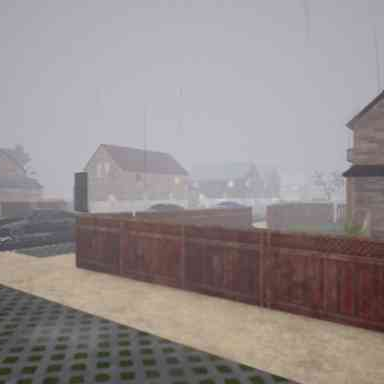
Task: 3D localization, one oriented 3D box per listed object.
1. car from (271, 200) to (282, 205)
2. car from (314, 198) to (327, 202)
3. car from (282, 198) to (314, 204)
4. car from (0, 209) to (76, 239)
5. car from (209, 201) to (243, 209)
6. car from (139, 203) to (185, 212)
[{"bbox_3d":[12.804,1.836,47.675,2.128,1.511,4.902,0,0,35],"label":"car"},{"bbox_3d":[20.436,1.753,53.449,2.097,1.767,4.553,0,0,32],"label":"car"},{"bbox_3d":[14.392,1.816,44.987,2.128,1.511,4.902,0,0,35],"label":"car"},{"bbox_3d":[-8.272,1.637,18.217,2.033,1.411,5.357,0,0,37],"label":"car"},{"bbox_3d":[3.562,1.694,34.802,1.882,1.535,5.008,0,0,35],"label":"car"},{"bbox_3d":[-2.387,1.655,26.436,1.837,1.490,4.892,0,0,35],"label":"car"}]
